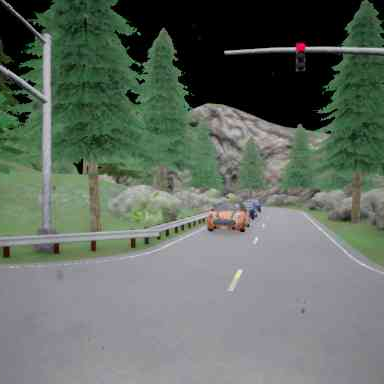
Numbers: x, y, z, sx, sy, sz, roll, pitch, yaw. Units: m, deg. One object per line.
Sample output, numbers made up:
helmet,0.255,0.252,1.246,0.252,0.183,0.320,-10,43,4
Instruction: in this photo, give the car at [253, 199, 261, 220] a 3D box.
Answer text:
car,4.675,1.521,29.143,1.882,1.535,5.008,0,0,15

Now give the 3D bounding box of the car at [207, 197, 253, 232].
car,2.326,1.382,20.314,2.097,1.767,4.553,0,0,15

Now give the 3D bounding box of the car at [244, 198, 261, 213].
car,7.061,1.535,39.035,1.882,1.535,5.008,0,0,9
